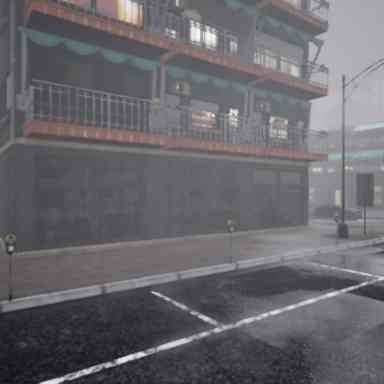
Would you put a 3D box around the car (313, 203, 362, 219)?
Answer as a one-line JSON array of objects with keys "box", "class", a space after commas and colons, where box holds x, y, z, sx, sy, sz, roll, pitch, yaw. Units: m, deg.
[{"box": [13.316, 1.730, 30.633, 1.994, 1.385, 4.181, 0, -1, -35], "class": "car"}]
